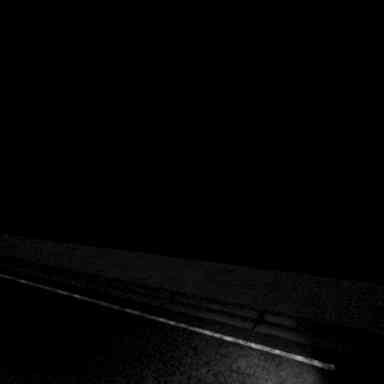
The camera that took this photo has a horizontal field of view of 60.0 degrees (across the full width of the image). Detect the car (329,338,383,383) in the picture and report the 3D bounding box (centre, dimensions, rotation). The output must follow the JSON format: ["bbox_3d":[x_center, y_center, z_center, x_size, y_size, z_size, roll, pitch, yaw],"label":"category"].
[{"bbox_3d":[3.146,1.485,1.443,4.892,1.490,1.837,-1,0,35],"label":"car"}]
